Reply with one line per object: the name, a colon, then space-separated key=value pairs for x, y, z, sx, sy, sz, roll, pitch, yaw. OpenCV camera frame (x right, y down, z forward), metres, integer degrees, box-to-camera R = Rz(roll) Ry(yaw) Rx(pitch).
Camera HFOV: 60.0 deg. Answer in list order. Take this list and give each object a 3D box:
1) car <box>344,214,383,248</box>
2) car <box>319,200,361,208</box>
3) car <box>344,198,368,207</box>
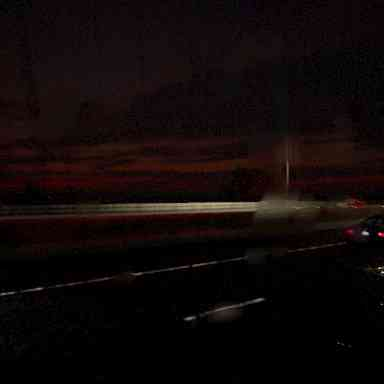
car: x=8.747 y=1.677 z=14.340 sx=5.357 sy=1.411 sz=2.033 roll=1 pitch=0 yaw=-36
car: x=12.992 y=1.730 z=30.533 sx=4.902 sy=1.511 sz=2.128 roll=1 pitch=0 yaw=-35
car: x=18.655 y=1.409 z=38.807 sx=5.008 sy=1.535 sz=1.882 roll=1 pitch=0 yaw=-36
